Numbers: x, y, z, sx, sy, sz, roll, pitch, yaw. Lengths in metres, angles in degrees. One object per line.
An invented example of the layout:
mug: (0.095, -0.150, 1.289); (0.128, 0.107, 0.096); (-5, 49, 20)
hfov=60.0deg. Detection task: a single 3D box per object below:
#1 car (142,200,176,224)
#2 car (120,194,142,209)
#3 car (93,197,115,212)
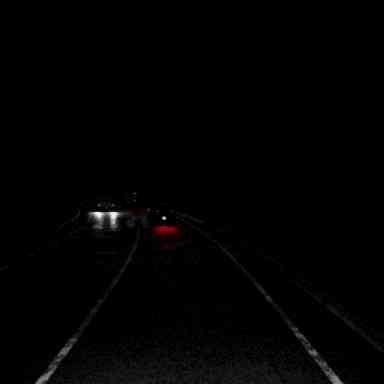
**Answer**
car: (-2.349, 1.441, 24.430); (1.837, 1.490, 4.892); (1, 1, -12)
car: (-7.407, 1.037, 40.521); (2.097, 1.767, 4.553); (1, 1, -22)
car: (-9.326, 1.247, 35.413); (1.812, 1.442, 4.674); (1, 1, -20)
